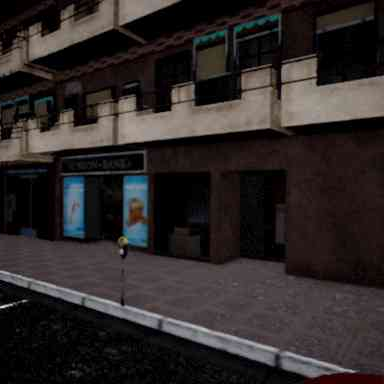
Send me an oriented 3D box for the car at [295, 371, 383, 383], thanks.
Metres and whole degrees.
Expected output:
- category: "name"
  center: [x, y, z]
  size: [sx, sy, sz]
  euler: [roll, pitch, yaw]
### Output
- category: "car"
  center: [2.276, 1.582, 1.241]
  size: [4.206, 1.307, 1.802]
  euler: [0, 1, 36]
